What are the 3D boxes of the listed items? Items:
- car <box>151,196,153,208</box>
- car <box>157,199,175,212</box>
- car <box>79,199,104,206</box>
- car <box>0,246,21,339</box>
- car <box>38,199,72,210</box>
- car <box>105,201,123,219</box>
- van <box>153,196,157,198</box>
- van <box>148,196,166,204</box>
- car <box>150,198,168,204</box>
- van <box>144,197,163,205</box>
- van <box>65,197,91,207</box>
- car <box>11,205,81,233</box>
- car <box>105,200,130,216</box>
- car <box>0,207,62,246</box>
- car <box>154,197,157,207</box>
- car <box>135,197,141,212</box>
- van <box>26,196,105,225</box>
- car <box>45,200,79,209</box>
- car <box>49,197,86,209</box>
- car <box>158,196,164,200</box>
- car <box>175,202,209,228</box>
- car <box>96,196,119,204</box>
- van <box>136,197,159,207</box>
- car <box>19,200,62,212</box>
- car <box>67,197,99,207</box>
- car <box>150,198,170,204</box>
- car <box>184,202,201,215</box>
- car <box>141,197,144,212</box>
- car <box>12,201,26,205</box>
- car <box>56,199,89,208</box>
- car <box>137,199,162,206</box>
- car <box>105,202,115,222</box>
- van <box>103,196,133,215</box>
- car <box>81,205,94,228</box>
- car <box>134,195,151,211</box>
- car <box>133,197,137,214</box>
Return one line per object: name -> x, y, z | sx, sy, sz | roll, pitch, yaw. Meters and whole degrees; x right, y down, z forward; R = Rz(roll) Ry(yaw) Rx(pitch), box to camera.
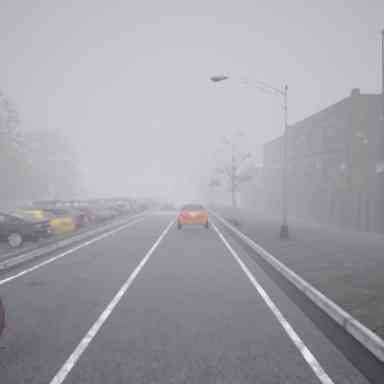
car -> -8.928, 1.769, 48.579 | 5.566, 2.045, 2.435 | 0, -1, 0
car -> -3.364, 2.091, 47.239 | 1.994, 1.385, 4.181 | 0, -1, 0
car -> -22.116, 2.338, 73.130 | 4.792, 1.488, 2.163 | 0, -1, 0
car -> -3.351, 1.550, 2.633 | 1.812, 1.442, 4.674 | 0, -1, 0
car -> -22.078, 1.959, 53.702 | 4.553, 1.767, 2.185 | 0, -1, 0
car -> -8.886, 1.812, 28.954 | 4.792, 1.488, 2.163 | 0, -1, 0
van -> -9.096, 1.931, 59.791 | 4.442, 1.987, 1.878 | 0, -1, 0
van -> -9.155, 2.171, 87.830 | 4.442, 1.987, 1.878 | 0, 0, 0
car -> -9.047, 2.449, 90.632 | 4.674, 1.452, 2.002 | 0, 0, 0
van -> -9.138, 2.128, 79.418 | 4.442, 1.987, 1.878 | 0, 0, 0
van -> -22.187, 1.993, 64.805 | 4.442, 1.987, 1.878 | 0, -1, 0
car -> -9.077, 1.643, 17.742 | 5.366, 1.575, 1.946 | 0, -1, 0
car -> -8.915, 1.816, 31.758 | 5.008, 1.535, 2.097 | 0, -1, 0
car -> -8.880, 1.613, 14.942 | 5.008, 1.535, 2.097 | 0, -1, 0
car -> -8.967, 2.124, 56.985 | 4.892, 1.521, 2.231 | 0, -1, 0
car -> -8.907, 1.793, 40.168 | 4.553, 1.767, 2.185 | 0, -1, 0
van -> -8.786, 1.488, 23.351 | 4.442, 1.987, 1.878 | 0, -1, 0
car -> -22.024, 2.148, 56.477 | 4.792, 1.488, 2.163 | 0, -1, 0
car -> -22.087, 1.901, 59.255 | 5.566, 2.045, 2.435 | 0, -1, 0
car -> -8.963, 1.974, 65.398 | 5.566, 2.045, 2.435 | 0, -1, 0
car -> 0.080, 1.606, 24.322 | 2.097, 1.767, 4.553 | 0, -1, 0
car -> -22.088, 2.143, 87.016 | 5.566, 2.045, 2.435 | 0, 0, 0
van -> -9.114, 2.033, 68.198 | 4.442, 1.987, 1.878 | 0, -1, 0
car -> -21.850, 2.014, 48.151 | 5.366, 1.575, 1.946 | 0, -1, 0
car -> -22.104, 2.002, 67.582 | 5.566, 2.045, 2.435 | 0, -1, 0
car -> -8.865, 2.418, 93.436 | 5.366, 1.575, 1.946 | 0, 0, 0
car -> 0.069, 2.012, 42.083 | 2.033, 1.411, 5.357 | 0, -1, 0
car -> -8.913, 1.827, 42.971 | 4.553, 1.767, 2.185 | 0, -1, 0
car -> -22.035, 1.984, 45.374 | 4.892, 1.521, 2.231 | 0, -1, 0
car -> -22.250, 2.183, 62.028 | 5.366, 1.575, 1.946 | 0, -1, 0
car -> -9.010, 2.287, 71.003 | 4.892, 1.521, 2.231 | 0, -1, 0
car -> -8.880, 1.778, 26.151 | 4.792, 1.488, 2.163 | 0, -1, 0
van -> -8.810, 1.624, 34.563 | 4.442, 1.987, 1.878 | 0, -1, 0
car -> -8.926, 1.710, 20.545 | 4.792, 1.488, 2.163 | 0, -1, 0
car -> -8.922, 1.735, 45.776 | 5.566, 2.045, 2.435 | 0, -1, 0
car -> -8.964, 1.759, 37.365 | 4.553, 1.767, 2.185 | 0, -1, 0
